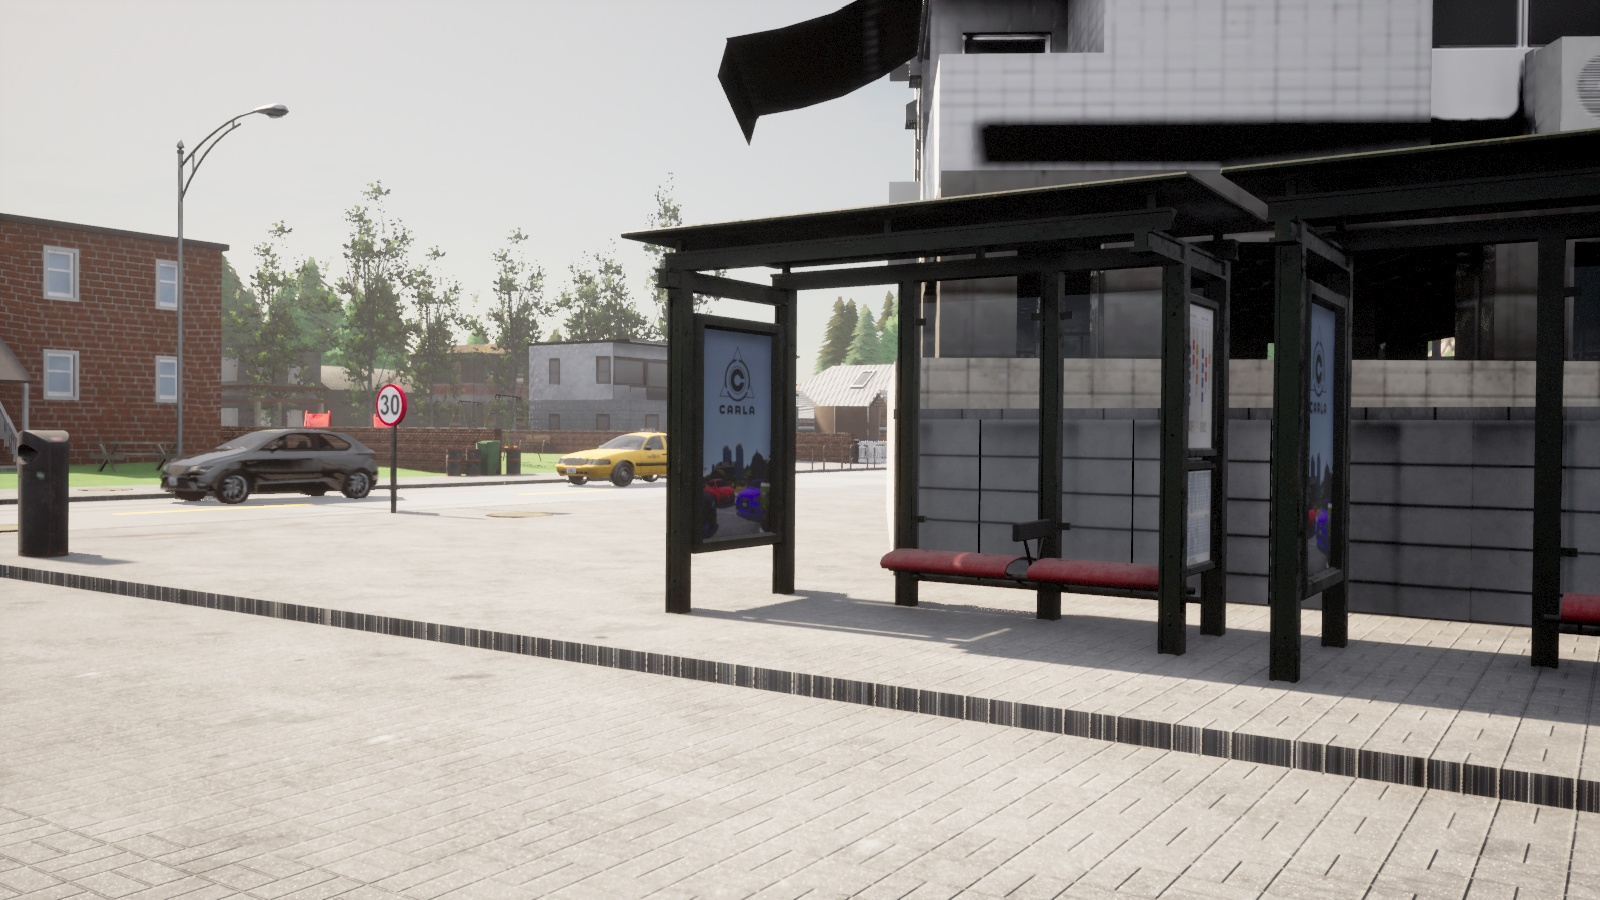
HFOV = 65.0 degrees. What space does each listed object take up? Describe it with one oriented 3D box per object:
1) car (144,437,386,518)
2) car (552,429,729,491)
[{"bbox_3d":[-10.790,0.493,25.611,1.816,1.474,4.193,0,1,36],"label":"car"},{"bbox_3d":[-4.343,0.230,35.128,1.801,1.575,5.366,0,1,34],"label":"car"}]
